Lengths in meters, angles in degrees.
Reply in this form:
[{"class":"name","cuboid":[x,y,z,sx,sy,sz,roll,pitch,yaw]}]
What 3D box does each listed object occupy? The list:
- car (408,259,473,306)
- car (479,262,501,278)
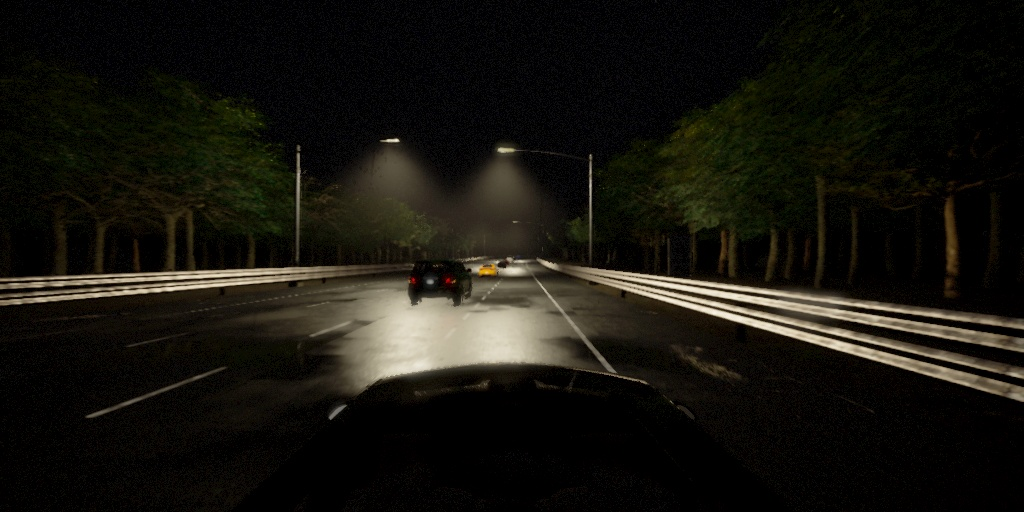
[{"class":"car","cuboid":[-3.242,1.166,17.111,2.150,2.045,5.566,0,-1,1]},{"class":"car","cuboid":[-2.686,1.659,41.261,1.882,1.535,5.008,0,-1,1]}]
